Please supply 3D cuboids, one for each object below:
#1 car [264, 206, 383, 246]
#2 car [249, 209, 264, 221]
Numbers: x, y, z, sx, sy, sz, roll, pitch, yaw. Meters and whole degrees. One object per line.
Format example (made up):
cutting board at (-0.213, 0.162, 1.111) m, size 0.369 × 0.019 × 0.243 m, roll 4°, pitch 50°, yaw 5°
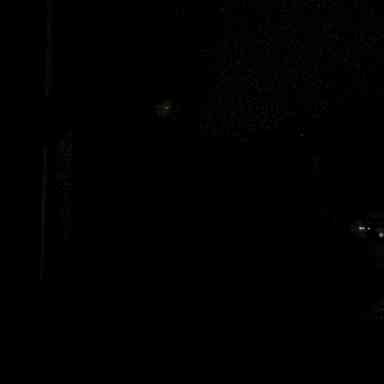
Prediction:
car at (5.940, 1.418, 14.922) m, size 2.128 × 1.511 × 4.902 m, roll 2°, pitch -1°, yaw -35°
car at (6.600, 1.691, 25.545) m, size 1.895 × 1.301 × 4.718 m, roll 2°, pitch -1°, yaw -35°
